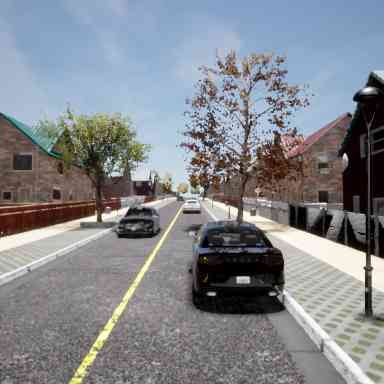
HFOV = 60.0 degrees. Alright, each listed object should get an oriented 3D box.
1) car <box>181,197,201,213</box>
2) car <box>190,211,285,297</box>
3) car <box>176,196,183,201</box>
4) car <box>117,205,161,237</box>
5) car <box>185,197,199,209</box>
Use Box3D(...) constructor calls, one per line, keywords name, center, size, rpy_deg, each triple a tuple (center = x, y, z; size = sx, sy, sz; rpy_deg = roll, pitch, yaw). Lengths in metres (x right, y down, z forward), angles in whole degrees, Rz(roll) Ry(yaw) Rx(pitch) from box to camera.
Box3D(name="car", center=(0.007, 1.573, 36.944), size=(1.812, 1.442, 4.674), rpy_deg=(0, 0, 0))
Box3D(name="car", center=(0.948, 1.487, 8.664), size=(1.882, 1.535, 5.008), rpy_deg=(0, 0, 0))
Box3D(name="car", center=(-2.904, 1.680, 83.443), size=(1.812, 1.442, 4.674), rpy_deg=(0, 0, 0))
Box3D(name="car", center=(-2.782, 1.525, 18.205), size=(1.837, 1.490, 4.892), rpy_deg=(0, 0, 0))
Box3D(name="car", center=(-0.033, 1.540, 47.185), size=(1.882, 1.535, 5.008), rpy_deg=(0, 0, 0))
